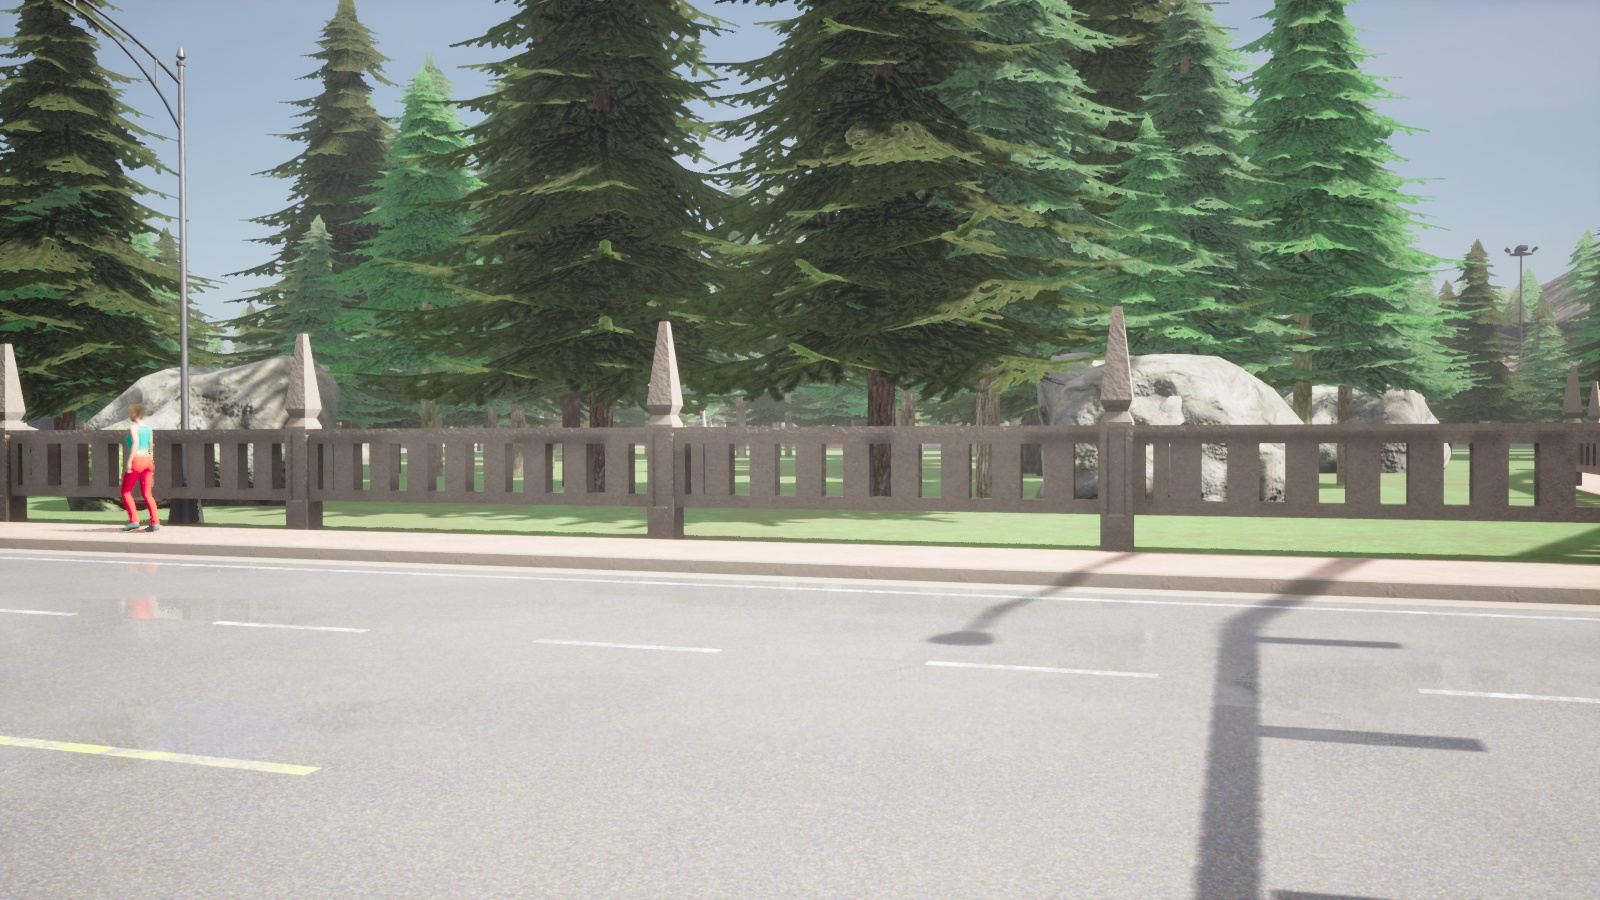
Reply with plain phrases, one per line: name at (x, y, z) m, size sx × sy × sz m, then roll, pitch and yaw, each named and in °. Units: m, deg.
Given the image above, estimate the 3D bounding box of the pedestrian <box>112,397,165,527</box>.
pedestrian at (-9.405, 0.164, 17.856) m, size 0.594 × 1.836 × 0.345 m, roll 0°, pitch 1°, yaw 17°
